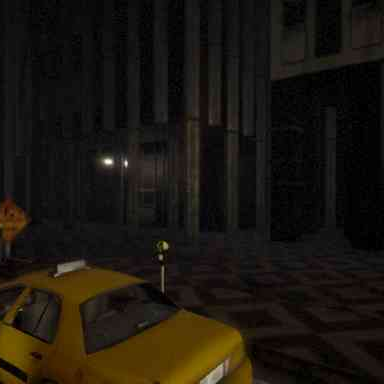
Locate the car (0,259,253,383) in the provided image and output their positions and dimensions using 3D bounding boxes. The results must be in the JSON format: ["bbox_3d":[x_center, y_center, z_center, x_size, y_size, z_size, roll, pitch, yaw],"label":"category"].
[{"bbox_3d":[-1.681,1.525,4.160,4.829,1.417,1.752,0,0,36],"label":"car"}]

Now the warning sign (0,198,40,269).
[{"bbox_3d":[-5.291,1.115,9.572,1.060,1.860,1.300,0,0,35],"label":"warning sign"}]
